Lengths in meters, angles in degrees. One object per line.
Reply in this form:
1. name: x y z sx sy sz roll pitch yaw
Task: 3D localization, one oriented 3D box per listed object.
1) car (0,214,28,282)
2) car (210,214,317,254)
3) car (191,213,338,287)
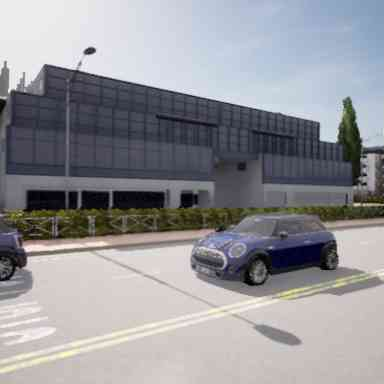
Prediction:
1. car: -6.635 1.337 8.271 4.553 1.767 2.097 1 0 -30
2. car: 3.241 1.720 14.673 4.718 1.301 1.895 1 0 -34
3. car: 2.197 1.431 9.712 4.553 1.767 2.097 1 0 -34
